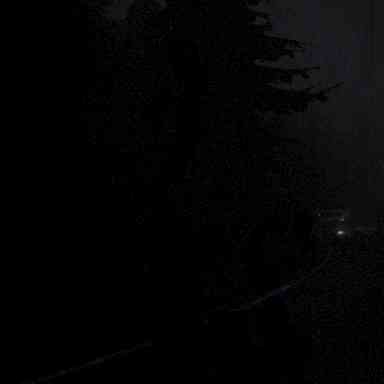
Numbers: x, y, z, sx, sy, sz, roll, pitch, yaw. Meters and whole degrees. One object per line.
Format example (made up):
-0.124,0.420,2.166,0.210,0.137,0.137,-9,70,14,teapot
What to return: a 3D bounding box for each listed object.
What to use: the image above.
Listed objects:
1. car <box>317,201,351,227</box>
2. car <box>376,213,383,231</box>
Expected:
12.347,1.815,28.771,2.150,2.045,5.566,-4,-2,31,car
12.843,1.774,20.610,1.837,1.490,4.892,-4,-3,17,car
